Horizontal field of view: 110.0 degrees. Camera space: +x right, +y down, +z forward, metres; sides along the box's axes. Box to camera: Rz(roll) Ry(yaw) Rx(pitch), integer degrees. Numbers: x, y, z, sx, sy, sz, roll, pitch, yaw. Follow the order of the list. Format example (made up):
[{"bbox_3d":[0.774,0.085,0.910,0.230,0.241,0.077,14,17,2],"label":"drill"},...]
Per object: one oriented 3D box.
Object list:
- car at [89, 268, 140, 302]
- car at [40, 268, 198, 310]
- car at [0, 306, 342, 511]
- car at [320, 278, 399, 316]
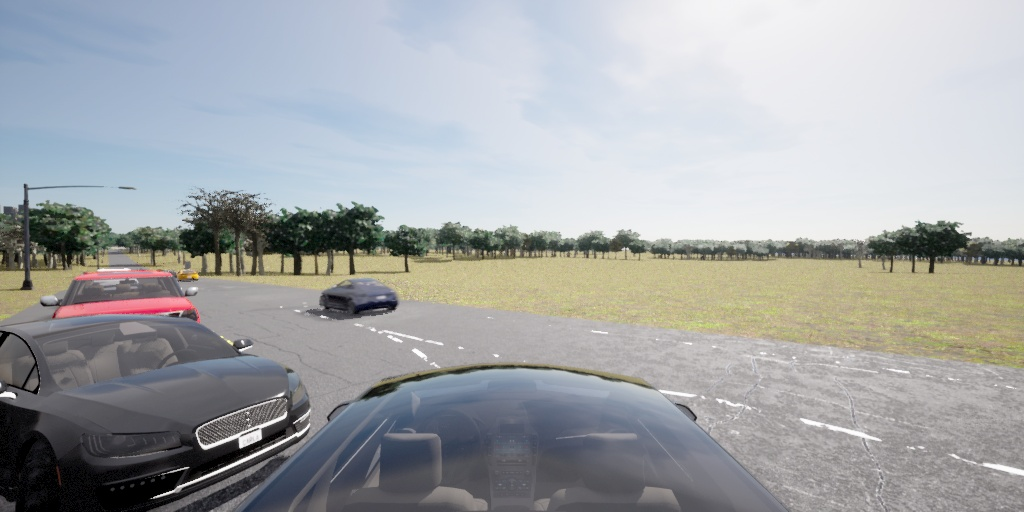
[{"bbox_3d":[-27.747,1.888,25.037,5.566,2.045,2.150,-2,0,42],"label":"car"},{"bbox_3d":[-9.365,1.385,8.720,5.566,2.045,2.150,-2,0,42],"label":"car"},{"bbox_3d":[-4.513,1.445,4.013,4.892,1.490,1.837,-3,-3,22],"label":"car"},{"bbox_3d":[-6.781,1.688,15.791,4.181,1.385,1.994,-2,0,42],"label":"car"}]
